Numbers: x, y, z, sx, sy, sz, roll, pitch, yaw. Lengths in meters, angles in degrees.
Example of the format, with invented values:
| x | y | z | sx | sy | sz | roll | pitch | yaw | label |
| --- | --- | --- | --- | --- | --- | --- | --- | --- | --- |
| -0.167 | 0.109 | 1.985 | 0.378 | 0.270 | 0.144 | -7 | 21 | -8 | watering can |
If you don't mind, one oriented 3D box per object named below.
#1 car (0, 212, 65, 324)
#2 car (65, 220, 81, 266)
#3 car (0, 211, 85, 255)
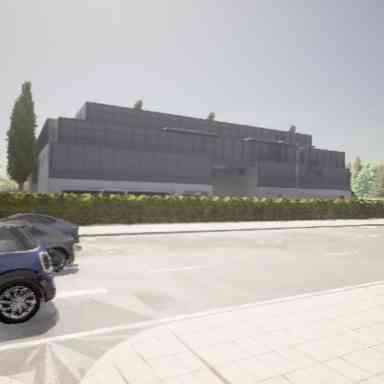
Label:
| x | y | z | sx | sy | sz | roll | pitch | yaw | label |
| --- | --- | --- | --- | --- | --- | --- | --- | --- | --- |
| -4.783 | 1.266 | 5.636 | 4.553 | 1.767 | 2.097 | 2 | 0 | -29 | car |
| -5.440 | 1.485 | 9.294 | 4.181 | 1.385 | 1.994 | 2 | 0 | -28 | car |
| -6.463 | 1.481 | 12.716 | 4.181 | 1.385 | 1.994 | 2 | 0 | -29 | car |
